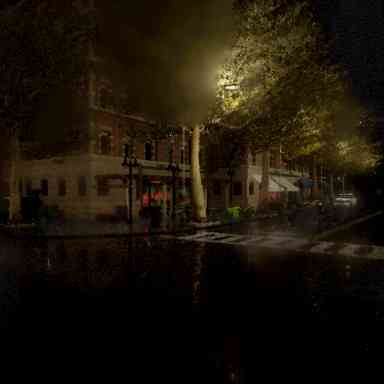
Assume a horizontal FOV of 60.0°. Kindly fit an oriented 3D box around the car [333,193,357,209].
[{"bbox_3d":[20.705,1.226,44.867,2.435,2.045,5.566,0,0,36],"label":"car"}]

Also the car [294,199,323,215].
[{"bbox_3d":[11.843,1.478,33.545,2.231,1.521,4.892,0,0,36],"label":"car"}]
